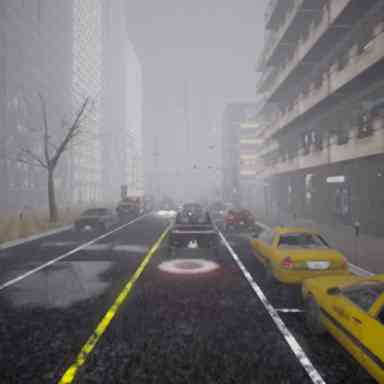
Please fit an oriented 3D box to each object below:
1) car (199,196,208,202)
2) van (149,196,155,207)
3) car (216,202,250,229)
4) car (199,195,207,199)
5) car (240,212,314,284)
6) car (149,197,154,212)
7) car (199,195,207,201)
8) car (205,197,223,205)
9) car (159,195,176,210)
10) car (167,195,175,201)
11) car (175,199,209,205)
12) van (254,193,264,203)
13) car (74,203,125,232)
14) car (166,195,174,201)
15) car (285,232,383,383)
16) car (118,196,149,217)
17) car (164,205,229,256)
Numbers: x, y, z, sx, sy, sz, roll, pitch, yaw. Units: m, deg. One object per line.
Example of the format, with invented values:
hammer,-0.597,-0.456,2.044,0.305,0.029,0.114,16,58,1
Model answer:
car,2.710,1.592,80.292,1.887,1.381,4.507,0,0,0
van,-5.682,1.350,42.378,1.690,1.788,3.998,0,0,0
car,2.692,1.545,20.283,1.887,1.381,4.507,0,0,0
car,2.709,1.586,74.765,1.887,1.381,4.507,0,0,0
car,2.689,1.525,9.407,1.752,1.417,4.829,0,0,0
car,-5.683,1.571,36.855,1.947,1.339,4.313,0,0,0
car,2.711,1.495,85.820,1.967,1.590,4.097,0,0,0
car,2.697,1.550,36.851,1.887,1.381,4.507,0,0,0
car,-3.033,1.500,41.902,2.128,1.511,4.902,0,0,0
car,-5.666,1.629,91.351,1.947,1.339,4.313,0,0,0
car,0.034,1.549,25.905,2.033,1.411,5.357,0,0,1
van,13.728,1.136,62.317,3.998,1.788,1.690,-1,1,0
car,-5.688,1.566,20.287,1.947,1.339,4.313,0,0,0
car,-5.668,1.600,85.823,1.887,1.381,4.507,0,0,0
car,2.688,1.525,3.884,1.752,1.417,4.829,0,0,0
car,-5.686,1.318,31.332,2.192,1.841,5.009,0,0,0
car,0.048,1.491,12.984,2.128,1.511,4.902,0,0,0
